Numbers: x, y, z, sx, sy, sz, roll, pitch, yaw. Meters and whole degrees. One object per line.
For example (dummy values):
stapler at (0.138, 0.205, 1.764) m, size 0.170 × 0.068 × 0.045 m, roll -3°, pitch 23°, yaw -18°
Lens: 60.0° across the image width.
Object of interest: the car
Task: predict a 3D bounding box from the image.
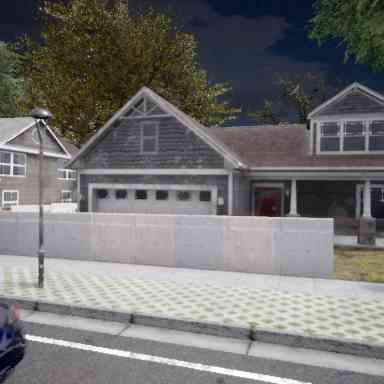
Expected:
car at (-4.111, 1.560, 3.857) m, size 4.181 × 1.385 × 1.994 m, roll 0°, pitch 0°, yaw 18°
